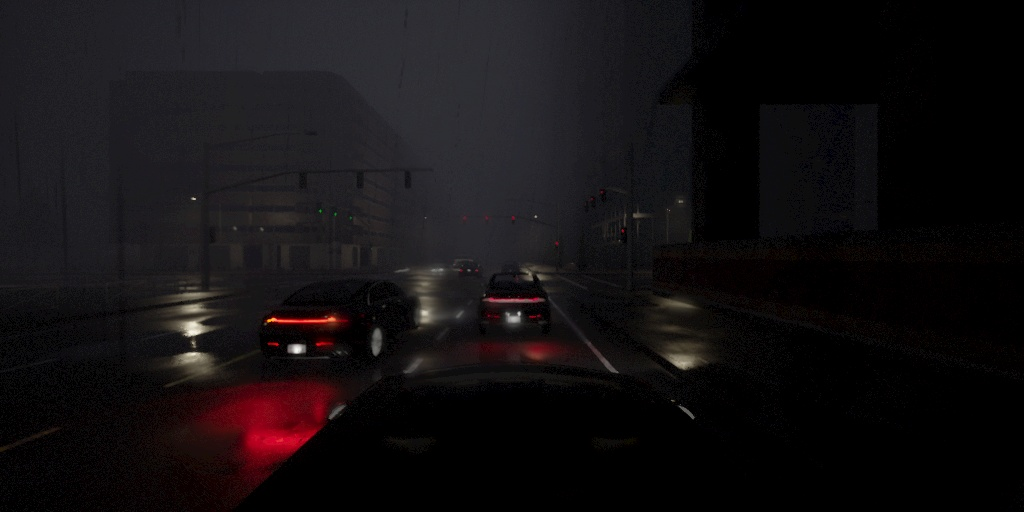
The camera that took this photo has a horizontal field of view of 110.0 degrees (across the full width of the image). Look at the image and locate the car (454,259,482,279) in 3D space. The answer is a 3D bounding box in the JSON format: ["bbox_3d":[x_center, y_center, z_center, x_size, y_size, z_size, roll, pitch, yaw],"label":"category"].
[{"bbox_3d":[-3.610,1.254,32.225,2.033,1.411,5.357,0,0,-1],"label":"car"}]

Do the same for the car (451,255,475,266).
[{"bbox_3d":[-7.437,0.849,54.924,2.150,2.045,5.566,0,1,1],"label":"car"}]

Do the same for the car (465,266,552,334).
[{"bbox_3d":[0.061,1.222,10.517,2.128,1.511,4.902,0,0,0],"label":"car"}]

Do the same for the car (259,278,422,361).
[{"bbox_3d":[-3.450,1.240,8.198,1.837,1.490,4.892,0,0,0],"label":"car"}]

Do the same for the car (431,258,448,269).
[{"bbox_3d":[-10.944,1.123,54.602,2.128,1.511,4.902,0,0,1],"label":"car"}]

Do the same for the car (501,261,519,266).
[{"bbox_3d":[-0.191,1.211,38.040,1.812,1.442,4.674,0,0,-1],"label":"car"}]
